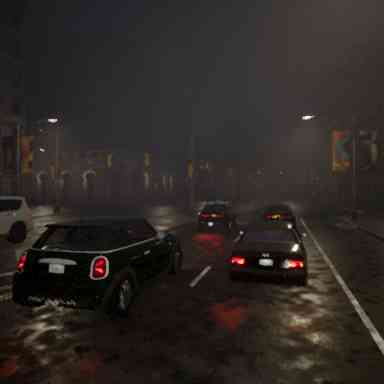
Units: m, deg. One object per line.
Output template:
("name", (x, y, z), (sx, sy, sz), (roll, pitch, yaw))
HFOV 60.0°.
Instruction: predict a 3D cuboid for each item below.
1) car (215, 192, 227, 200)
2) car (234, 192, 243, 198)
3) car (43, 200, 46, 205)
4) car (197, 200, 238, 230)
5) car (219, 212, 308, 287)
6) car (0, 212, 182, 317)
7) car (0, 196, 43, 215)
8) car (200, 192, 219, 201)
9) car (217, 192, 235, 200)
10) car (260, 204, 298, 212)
("car", (7.502, 1.026, 85.696), (2.150, 2.045, 5.566), (0, 0, 15))
("car", (10.875, 1.029, 84.764), (2.150, 2.045, 5.566), (0, 0, 15))
("car", (-24.990, 1.379, 51.577), (4.892, 1.490, 1.837), (1, 0, 15))
("car", (1.635, 1.458, 20.230), (1.837, 1.490, 4.892), (0, 0, 15))
("car", (2.239, 1.525, 9.426), (2.033, 1.411, 5.357), (0, 0, 16))
("car", (-1.768, 1.334, 7.772), (2.097, 1.767, 4.553), (0, 0, 15))
("car", (-8.818, 1.190, 13.022), (2.150, 2.045, 5.566), (0, 0, 15))
("car", (4.006, 1.056, 72.902), (2.150, 2.045, 5.566), (0, 0, 15))
("car", (7.395, 1.373, 72.027), (2.033, 1.411, 5.357), (0, 0, 15))
("car", (5.053, 1.460, 19.450), (1.837, 1.490, 4.892), (0, 0, 15))
